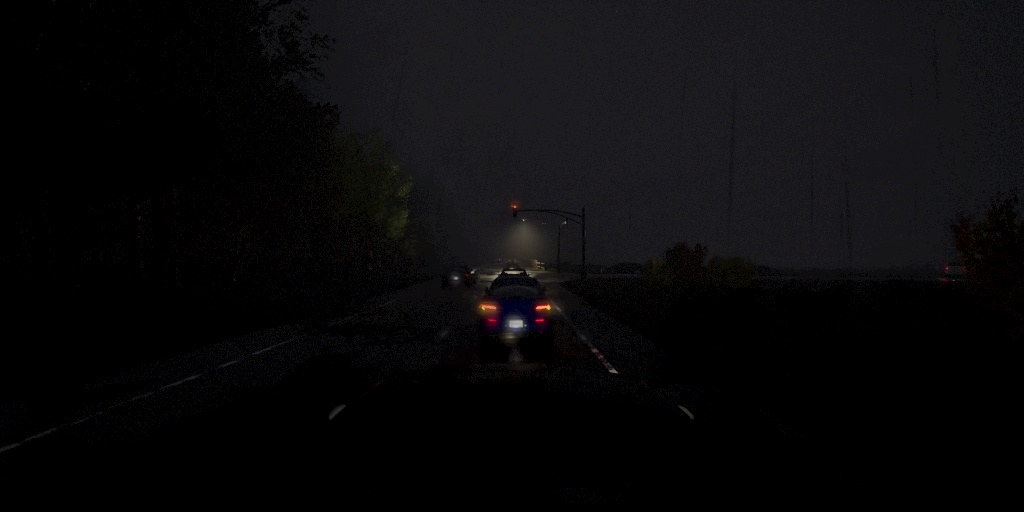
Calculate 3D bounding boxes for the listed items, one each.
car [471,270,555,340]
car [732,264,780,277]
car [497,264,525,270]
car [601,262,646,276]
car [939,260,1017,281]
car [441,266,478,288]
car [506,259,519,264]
[{"bbox_3d":[0.100,1.278,9.906,1.812,1.442,4.674,0,0,0],"label":"car"},{"bbox_3d":[27.417,1.654,40.882,5.357,1.411,2.033,1,-1,0],"label":"car"},{"bbox_3d":[0.099,1.318,18.661,1.994,1.385,4.181,0,0,0],"label":"car"},{"bbox_3d":[12.747,1.454,41.188,4.892,1.490,1.837,1,-1,3],"label":"car"},{"bbox_3d":[48.549,1.498,37.192,5.566,2.045,2.150,1,-1,0],"label":"car"},{"bbox_3d":[-3.400,1.319,23.778,1.994,1.385,4.181,0,0,0],"label":"car"},{"bbox_3d":[0.105,1.259,59.313,1.837,1.490,4.892,0,0,0],"label":"car"}]
